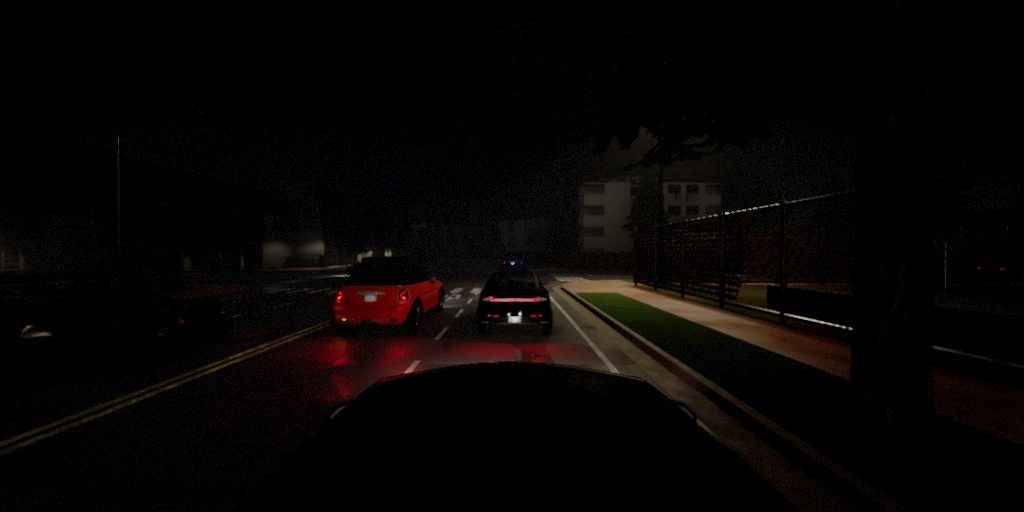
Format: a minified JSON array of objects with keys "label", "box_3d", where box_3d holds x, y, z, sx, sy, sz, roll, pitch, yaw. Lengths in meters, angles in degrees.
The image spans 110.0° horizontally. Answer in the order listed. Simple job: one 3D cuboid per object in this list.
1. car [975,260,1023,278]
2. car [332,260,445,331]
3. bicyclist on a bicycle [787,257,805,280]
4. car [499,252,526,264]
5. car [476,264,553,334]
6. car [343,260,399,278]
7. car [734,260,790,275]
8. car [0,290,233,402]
[{"label":"car","box_3d":[40.834,1.012,29.635,5.357,1.411,2.033,0,0,-19]},{"label":"car","box_3d":[-3.426,1.018,10.827,2.097,1.767,4.553,0,1,0]},{"label":"bicyclist on a bicycle","box_3d":[18.258,0.836,23.145,0.582,1.620,1.656,0,0,0]},{"label":"car","box_3d":[0.056,0.686,32.071,2.150,2.045,5.566,0,1,0]},{"label":"car","box_3d":[0.072,1.160,10.279,2.128,1.511,4.902,0,0,0]},{"label":"car","box_3d":[-11.852,1.047,30.132,4.181,1.385,1.994,0,0,25]},{"label":"car","box_3d":[22.309,1.012,32.138,4.181,1.385,1.994,0,1,0]},{"label":"car","box_3d":[-7.085,1.262,5.478,2.033,1.411,5.357,0,0,0]}]
